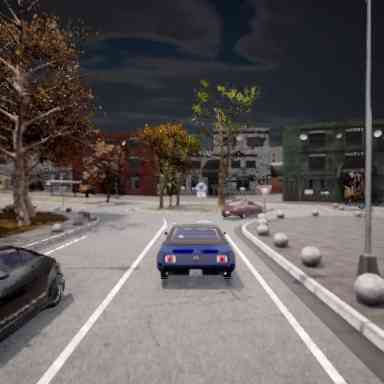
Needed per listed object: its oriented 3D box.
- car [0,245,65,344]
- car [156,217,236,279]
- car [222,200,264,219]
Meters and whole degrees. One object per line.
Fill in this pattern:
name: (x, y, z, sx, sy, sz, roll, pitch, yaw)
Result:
car: (-3.586, 1.562, 5.112, 1.994, 1.385, 4.181, 0, 0, 0)
car: (0.098, 1.584, 9.979, 1.895, 1.301, 4.718, 0, 0, 0)
car: (4.257, 1.363, 27.051, 1.812, 1.442, 4.674, 0, 1, 42)
